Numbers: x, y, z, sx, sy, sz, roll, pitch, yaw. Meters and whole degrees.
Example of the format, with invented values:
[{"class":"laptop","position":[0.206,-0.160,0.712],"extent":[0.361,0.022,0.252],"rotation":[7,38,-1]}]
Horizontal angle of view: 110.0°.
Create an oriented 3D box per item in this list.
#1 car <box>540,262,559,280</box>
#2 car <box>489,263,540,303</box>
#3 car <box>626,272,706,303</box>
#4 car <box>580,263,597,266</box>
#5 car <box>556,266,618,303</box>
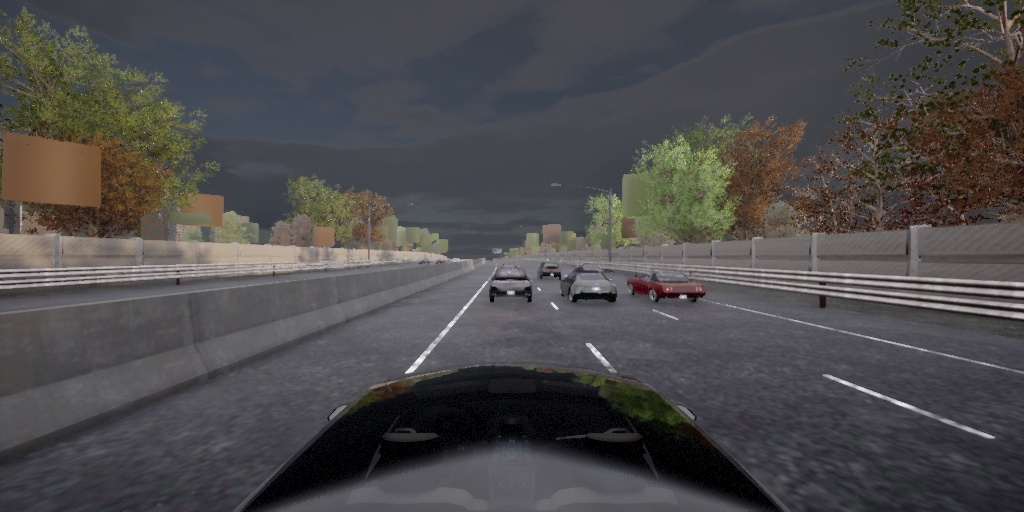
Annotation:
[{"class":"car","position":[3.246,1.277,31.793],"extent":[1.837,1.490,4.892],"rotation":[0,0,-1]},{"class":"car","position":[-0.064,1.249,16.689],"extent":[2.128,1.511,4.902],"rotation":[0,0,0]},{"class":"car","position":[6.936,1.371,16.778],"extent":[1.895,1.301,4.718],"rotation":[0,0,0]},{"class":"car","position":[6.745,1.334,31.851],"extent":[1.994,1.385,4.181],"rotation":[0,0,-1]},{"class":"car","position":[3.436,1.327,16.718],"extent":[1.994,1.385,4.181],"rotation":[0,0,0]}]
